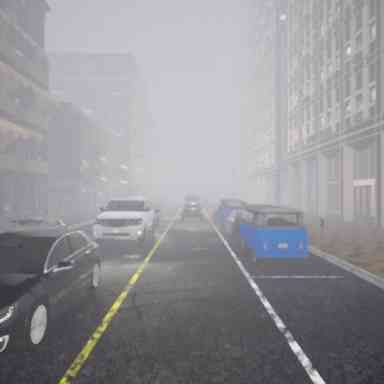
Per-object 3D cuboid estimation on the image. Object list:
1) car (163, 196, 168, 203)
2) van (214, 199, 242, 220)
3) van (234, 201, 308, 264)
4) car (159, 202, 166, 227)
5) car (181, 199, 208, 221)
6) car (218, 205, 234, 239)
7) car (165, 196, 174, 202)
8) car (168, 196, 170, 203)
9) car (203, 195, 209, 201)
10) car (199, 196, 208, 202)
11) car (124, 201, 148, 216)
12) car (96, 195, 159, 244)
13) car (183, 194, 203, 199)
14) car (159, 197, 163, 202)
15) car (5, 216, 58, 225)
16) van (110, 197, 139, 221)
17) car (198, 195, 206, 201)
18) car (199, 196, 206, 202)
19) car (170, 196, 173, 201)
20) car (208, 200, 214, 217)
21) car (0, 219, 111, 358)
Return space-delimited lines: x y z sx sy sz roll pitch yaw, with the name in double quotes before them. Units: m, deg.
"car" -5.723 1.674 56.857 1.947 1.339 4.313 0 0 0
"van" 2.680 1.377 22.972 1.690 1.788 3.998 0 0 0
"van" 2.687 1.358 11.674 1.690 1.788 3.998 0 0 0
"car" -3.011 1.640 23.217 1.895 1.301 4.718 0 0 0
"car" 0.045 1.593 27.453 2.033 1.411 5.357 0 0 1
"car" 2.683 1.577 17.323 2.008 1.369 4.403 0 0 0
"car" -5.741 1.724 85.101 1.887 1.381 4.507 0 0 0
"car" -5.726 1.672 62.506 2.008 1.369 4.403 0 0 0
"car" 2.650 1.712 68.160 1.802 1.307 4.206 0 0 0
"car" 2.643 1.725 79.456 1.947 1.339 4.313 0 0 0
"car" -5.708 1.644 34.263 1.802 1.307 4.206 0 0 0
"car" -3.100 1.250 16.334 2.150 2.045 5.566 0 0 0
"car" 0.044 1.301 44.465 2.150 2.045 5.566 0 0 0
"car" -5.716 1.399 45.561 2.192 1.841 5.009 0 0 0
"car" -5.693 1.572 11.669 2.008 1.369 4.403 0 0 0
"van" -5.705 1.392 28.615 1.690 1.788 3.998 0 0 0
"car" 2.635 1.630 90.754 1.967 1.590 4.097 0 0 0
"car" 2.638 1.756 85.106 1.802 1.307 4.206 0 0 0
"car" -5.734 1.674 73.633 1.752 1.417 4.829 0 0 0
"car" 2.676 1.612 28.620 1.947 1.339 4.313 0 0 0
"car" -3.099 1.517 6.271 1.837 1.490 4.892 0 0 0
